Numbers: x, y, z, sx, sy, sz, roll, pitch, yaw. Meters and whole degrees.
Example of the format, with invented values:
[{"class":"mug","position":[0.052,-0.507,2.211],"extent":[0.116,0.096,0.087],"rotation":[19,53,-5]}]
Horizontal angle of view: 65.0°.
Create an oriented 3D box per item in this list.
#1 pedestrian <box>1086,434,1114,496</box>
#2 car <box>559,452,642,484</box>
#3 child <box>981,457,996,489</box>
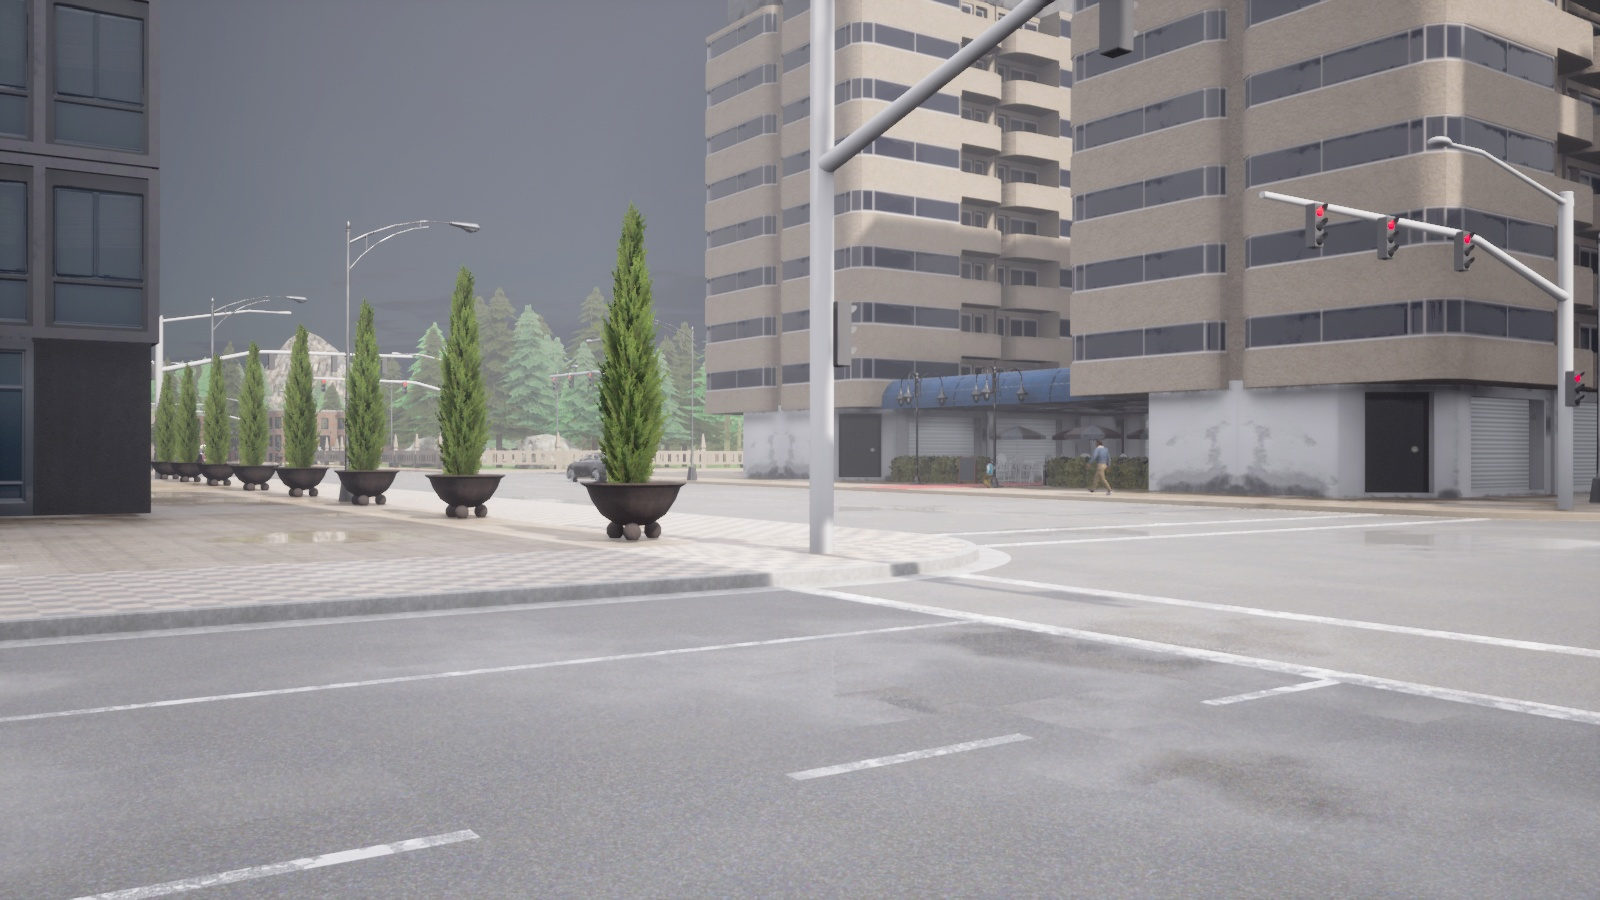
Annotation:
[{"class":"pedestrian","position":[9.524,0.475,39.847],"extent":[0.423,1.949,0.788],"rotation":[0,0,-35]},{"class":"car","position":[-9.849,0.868,61.780],"extent":[2.128,1.511,4.902],"rotation":[0,0,-34]},{"class":"child","position":[7.136,0.878,47.518],"extent":[0.343,1.192,0.448],"rotation":[0,0,-43]}]
